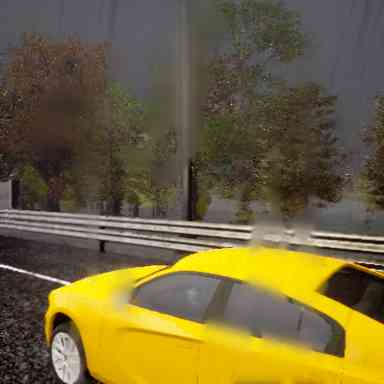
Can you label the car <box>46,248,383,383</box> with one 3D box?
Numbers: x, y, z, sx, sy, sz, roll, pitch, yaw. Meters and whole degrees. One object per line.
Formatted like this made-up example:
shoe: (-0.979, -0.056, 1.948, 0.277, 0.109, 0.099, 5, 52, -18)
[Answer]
car: (0.439, 1.337, 3.420, 5.008, 1.535, 1.882, 0, 0, 38)
